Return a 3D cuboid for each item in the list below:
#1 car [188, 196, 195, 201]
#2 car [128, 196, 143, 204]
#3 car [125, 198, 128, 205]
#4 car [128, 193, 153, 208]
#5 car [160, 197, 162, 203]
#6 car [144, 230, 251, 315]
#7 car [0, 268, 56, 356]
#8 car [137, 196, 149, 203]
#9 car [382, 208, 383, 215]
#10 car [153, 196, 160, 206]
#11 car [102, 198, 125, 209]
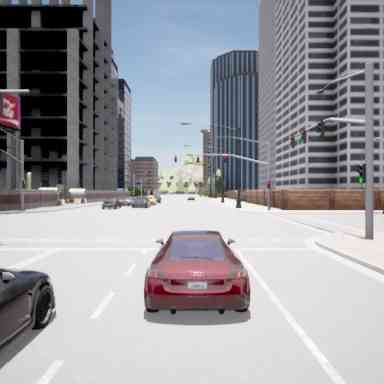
[{"bbox_3d":[-0.148,1.589,84.260,1.895,1.301,4.718,0,0,0],"label":"car"},{"bbox_3d":[-10.620,1.559,62.952,1.994,1.385,4.181,0,0,0],"label":"car"},{"bbox_3d":[-10.645,1.597,53.601,1.895,1.301,4.718,0,0,0],"label":"car"},{"bbox_3d":[-7.166,1.348,47.037,2.097,1.767,4.553,0,0,0],"label":"car"},{"bbox_3d":[-7.117,1.500,66.571,1.837,1.490,4.892,0,0,0],"label":"car"},{"bbox_3d":[0.088,1.563,7.680,1.994,1.385,4.181,0,0,0],"label":"car"},{"bbox_3d":[-3.414,1.564,4.263,1.994,1.385,4.181,0,0,0],"label":"car"},{"bbox_3d":[-10.627,1.547,72.743,1.994,1.385,4.181,0,0,0],"label":"car"},{"bbox_3d":[18.502,1.599,27.603,4.718,1.301,1.895,0,0,0],"label":"car"},{"bbox_3d":[-7.129,1.473,56.373,1.882,1.535,5.008,0,0,0],"label":"car"},{"bbox_3d":[-10.669,1.522,44.493,1.812,1.442,4.674,0,0,0],"label":"car"}]
